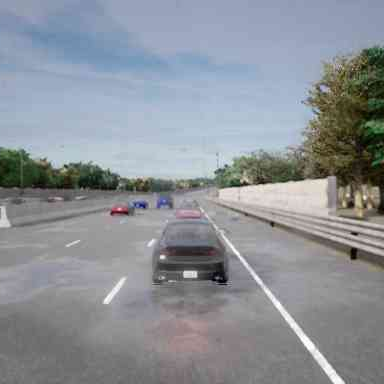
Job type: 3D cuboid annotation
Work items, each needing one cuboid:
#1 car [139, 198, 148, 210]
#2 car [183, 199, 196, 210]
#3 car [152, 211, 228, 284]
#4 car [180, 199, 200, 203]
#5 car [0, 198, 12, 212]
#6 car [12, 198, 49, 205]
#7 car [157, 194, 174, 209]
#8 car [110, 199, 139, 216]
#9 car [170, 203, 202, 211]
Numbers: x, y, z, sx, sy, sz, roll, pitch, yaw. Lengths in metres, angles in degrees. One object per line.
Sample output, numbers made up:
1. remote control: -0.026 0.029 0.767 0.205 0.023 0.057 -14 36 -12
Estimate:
1. car: -7.336 1.656 47.267 1.882 1.535 5.008 0 0 -1
2. car: -0.345 1.708 48.199 1.812 1.442 4.674 0 0 -1
3. car: -0.052 1.543 9.676 1.837 1.490 4.892 0 0 0
4. car: -0.225 1.608 27.832 1.837 1.490 4.892 0 -1 -1
5. car: -21.388 1.497 38.612 2.097 1.767 4.553 0 0 0
6. car: -17.885 1.495 37.795 2.097 1.767 4.553 0 0 0
7. car: -3.847 1.396 48.275 2.150 2.045 5.566 0 -1 -1
8. car: -7.201 1.694 34.889 1.994 1.385 4.181 0 0 -1
9. car: -0.150 1.598 19.061 1.812 1.442 4.674 0 -1 -1
